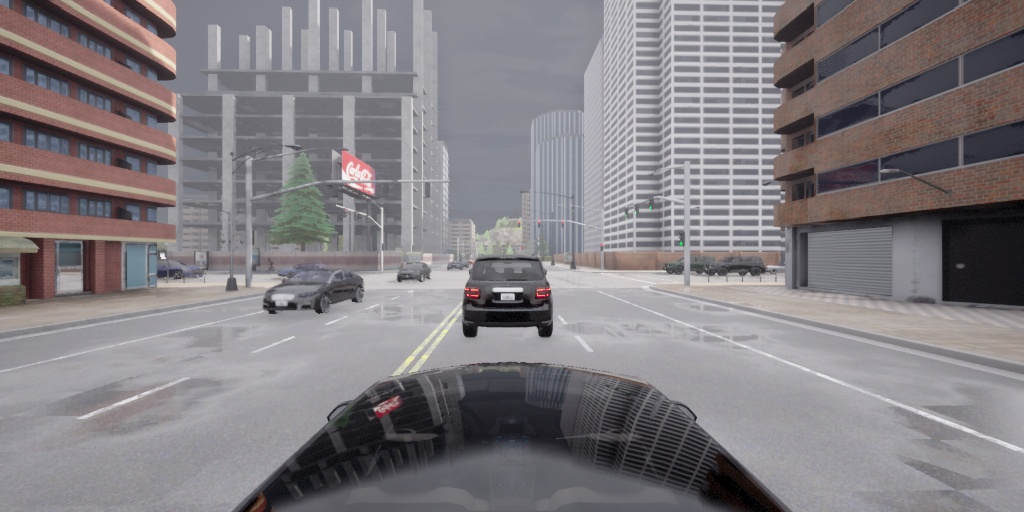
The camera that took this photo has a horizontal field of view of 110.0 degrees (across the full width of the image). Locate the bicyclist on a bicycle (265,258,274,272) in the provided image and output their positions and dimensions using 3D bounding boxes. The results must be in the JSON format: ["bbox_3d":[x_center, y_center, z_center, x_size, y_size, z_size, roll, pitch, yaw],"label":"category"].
[{"bbox_3d":[-28.705,1.051,42.519,0.582,1.620,1.656,0,0,-1],"label":"bicyclist on a bicycle"}]

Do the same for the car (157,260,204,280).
[{"bbox_3d":[-29.006,1.102,30.524,4.553,1.767,2.097,0,0,-1],"label":"car"}]

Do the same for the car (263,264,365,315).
[{"bbox_3d":[-7.334,1.242,13.793,2.128,1.511,4.902,0,0,-1],"label":"car"}]

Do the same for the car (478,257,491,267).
[{"bbox_3d":[-4.830,1.102,64.311,2.097,1.767,4.553,0,0,-1],"label":"car"}]

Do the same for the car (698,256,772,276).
[{"bbox_3d":[21.996,0.971,35.550,5.566,2.045,2.150,0,0,-2],"label":"car"}]

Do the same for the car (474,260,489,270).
[{"bbox_3d":[-4.666,1.314,54.620,1.994,1.385,4.181,0,0,-1],"label":"car"}]

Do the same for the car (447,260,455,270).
[{"bbox_3d":[-8.112,1.313,51.790,1.994,1.385,4.181,0,0,-1],"label":"car"}]

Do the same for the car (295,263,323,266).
[{"bbox_3d":[-17.070,1.297,30.943,5.357,1.411,2.033,0,0,-3],"label":"car"}]

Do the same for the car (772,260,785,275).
[{"bbox_3d":[29.515,1.351,39.231,4.718,1.301,1.895,0,0,-1],"label":"car"}]

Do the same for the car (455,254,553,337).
[{"bbox_3d":[-0.120,0.971,10.397,2.150,2.045,5.566,0,0,-1],"label":"car"}]

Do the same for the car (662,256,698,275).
[{"bbox_3d":[19.385,0.972,38.980,5.566,2.045,2.150,0,0,-1],"label":"car"}]

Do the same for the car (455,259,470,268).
[{"bbox_3d":[-8.272,1.255,60.361,1.837,1.490,4.892,0,0,-1],"label":"car"}]

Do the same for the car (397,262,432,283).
[{"bbox_3d":[-7.634,1.255,28.303,1.837,1.490,4.892,0,0,-1],"label":"car"}]
